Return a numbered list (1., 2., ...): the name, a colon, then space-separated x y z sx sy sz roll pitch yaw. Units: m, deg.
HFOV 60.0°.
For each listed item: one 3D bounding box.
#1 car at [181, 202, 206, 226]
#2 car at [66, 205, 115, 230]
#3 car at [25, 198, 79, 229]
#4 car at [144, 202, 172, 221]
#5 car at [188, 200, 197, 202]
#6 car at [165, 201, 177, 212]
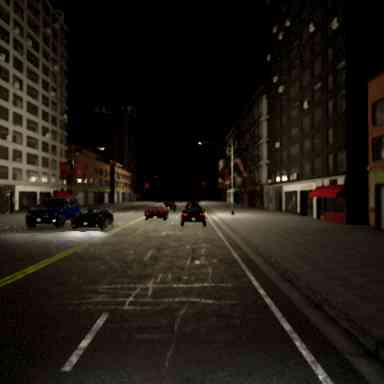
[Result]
1. car: 0.103 1.770 25.871 1.812 1.442 4.674 0 -1 0
2. car: -6.588 1.776 22.515 1.994 1.385 4.181 0 -1 0
3. car: -9.839 1.449 24.113 2.150 2.045 5.566 0 -1 0
4. car: -3.146 1.889 30.591 1.895 1.301 4.718 0 -1 0
5. car: 0.107 1.948 47.075 1.837 1.490 4.892 0 -1 0
6. car: -3.145 1.967 46.721 1.812 1.442 4.674 0 -1 0
